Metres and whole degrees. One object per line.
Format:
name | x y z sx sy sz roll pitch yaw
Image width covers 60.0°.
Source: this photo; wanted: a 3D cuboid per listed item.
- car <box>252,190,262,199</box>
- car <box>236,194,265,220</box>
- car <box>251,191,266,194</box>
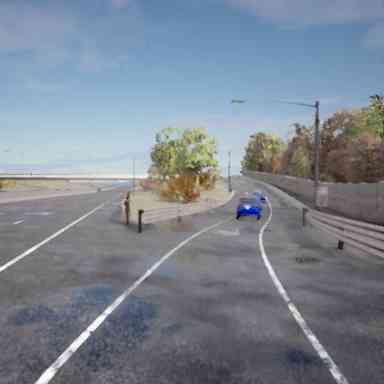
car | 12.890 0.448 66.028 1.812 1.442 4.674 0 4 8
car | 5.519 1.468 31.443 2.150 2.045 5.566 1 0 15
car | 11.106 0.793 55.717 2.150 2.045 5.566 0 3 10
